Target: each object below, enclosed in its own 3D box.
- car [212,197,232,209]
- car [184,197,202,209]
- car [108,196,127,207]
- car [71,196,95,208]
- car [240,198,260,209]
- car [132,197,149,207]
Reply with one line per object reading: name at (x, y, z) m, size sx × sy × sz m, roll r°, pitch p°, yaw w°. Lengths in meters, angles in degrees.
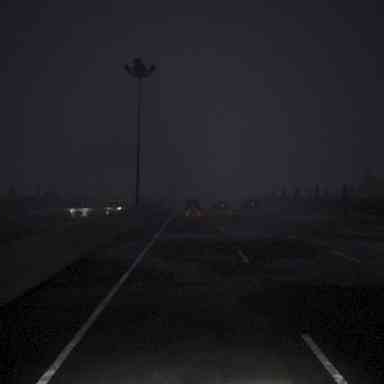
car at (3.606, 1.350, 41.033) m, size 1.812 × 1.442 × 4.674 m, roll 0°, pitch 0°, yaw 0°
car at (0.107, 1.349, 41.111) m, size 1.812 × 1.442 × 4.674 m, roll 0°, pitch 0°, yaw 0°
car at (-10.569, 1.273, 47.304) m, size 1.882 × 1.535 × 5.008 m, roll 0°, pitch 0°, yaw 0°
car at (-14.078, 1.319, 43.263) m, size 1.837 × 1.490 × 4.892 m, roll 0°, pitch 0°, yaw 0°
car at (7.107, 1.389, 40.944) m, size 1.994 × 1.385 × 4.181 m, roll 0°, pitch 0°, yaw 0°
car at (-7.076, 1.348, 46.403) m, size 2.033 × 1.411 × 5.357 m, roll 0°, pitch 0°, yaw 0°
